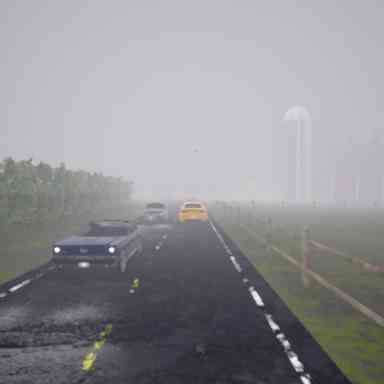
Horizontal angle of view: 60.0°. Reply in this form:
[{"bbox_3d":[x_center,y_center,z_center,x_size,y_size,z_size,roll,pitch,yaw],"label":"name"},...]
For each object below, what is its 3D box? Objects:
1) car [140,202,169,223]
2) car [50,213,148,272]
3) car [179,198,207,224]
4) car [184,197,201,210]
[{"bbox_3d":[-2.806,1.523,25.321,1.812,1.442,4.674,0,0,0],"label":"car"},{"bbox_3d":[-2.814,1.598,10.886,1.895,1.301,4.718,0,0,0],"label":"car"},{"bbox_3d":[0.070,1.475,24.446,1.882,1.535,5.008,0,0,0],"label":"car"},{"bbox_3d":[0.041,1.496,43.125,2.128,1.511,4.902,0,0,0],"label":"car"}]
